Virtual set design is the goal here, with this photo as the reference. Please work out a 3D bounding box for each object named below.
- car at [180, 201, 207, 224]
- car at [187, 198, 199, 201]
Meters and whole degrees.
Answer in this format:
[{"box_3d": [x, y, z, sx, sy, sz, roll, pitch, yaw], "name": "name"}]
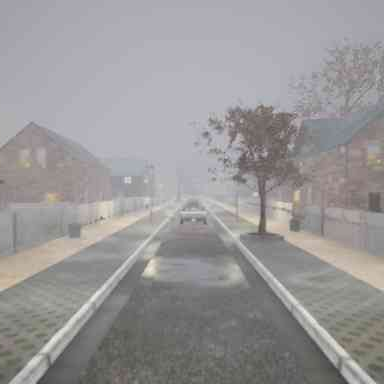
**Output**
[{"box_3d": [0.119, 1.586, 24.362, 1.895, 1.301, 4.718, 0, 0, 1], "name": "car"}, {"box_3d": [0.155, 1.496, 39.017, 1.837, 1.490, 4.892, 0, 1, 1], "name": "car"}]
